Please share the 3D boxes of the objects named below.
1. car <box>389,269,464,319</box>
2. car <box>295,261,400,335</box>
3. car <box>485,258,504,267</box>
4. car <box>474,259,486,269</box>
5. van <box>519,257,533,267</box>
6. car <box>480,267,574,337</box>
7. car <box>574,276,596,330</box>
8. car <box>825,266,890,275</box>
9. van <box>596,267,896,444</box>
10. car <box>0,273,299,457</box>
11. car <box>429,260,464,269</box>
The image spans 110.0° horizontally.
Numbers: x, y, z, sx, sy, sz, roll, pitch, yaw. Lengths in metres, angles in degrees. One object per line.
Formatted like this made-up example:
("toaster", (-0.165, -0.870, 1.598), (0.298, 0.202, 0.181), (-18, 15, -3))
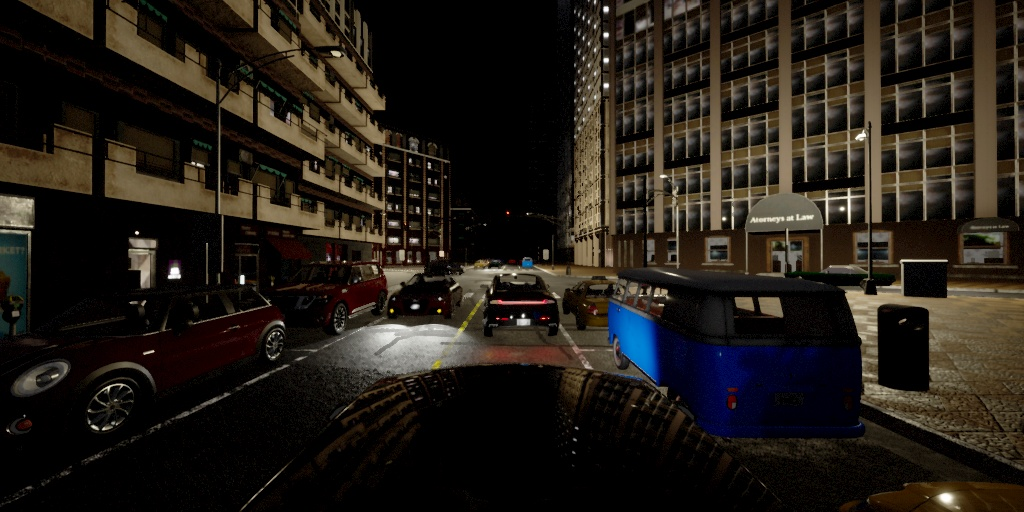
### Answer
("car", (-2.883, 1.318, 12.648), (1.994, 1.385, 4.181), (0, 0, 0))
("car", (-5.316, 1.068, 10.700), (2.192, 1.841, 5.009), (0, 0, 0))
("car", (-2.824, 1.425, 58.789), (1.895, 1.301, 4.718), (0, 0, 2))
("car", (-5.322, 1.352, 59.529), (1.751, 1.417, 4.829), (0, 0, 0))
("van", (2.558, 1.167, 59.700), (1.690, 1.789, 3.998), (0, 0, 0))
("car", (0.132, 1.244, 10.312), (2.128, 1.511, 4.902), (0, 0, -3))
("car", (2.564, 1.278, 10.877), (1.751, 1.417, 4.829), (0, 0, 0))
("car", (18.306, 1.194, 20.426), (4.718, 1.301, 1.895), (-1, -1, 40))
("van", (2.565, 1.092, 5.171), (1.690, 1.789, 3.998), (0, 0, 0))
("car", (-5.315, 1.191, 5.164), (1.967, 1.591, 4.097), (0, 0, 0))
("car", (-7.028, 1.153, 37.736), (2.097, 1.767, 4.553), (0, -1, -44))
